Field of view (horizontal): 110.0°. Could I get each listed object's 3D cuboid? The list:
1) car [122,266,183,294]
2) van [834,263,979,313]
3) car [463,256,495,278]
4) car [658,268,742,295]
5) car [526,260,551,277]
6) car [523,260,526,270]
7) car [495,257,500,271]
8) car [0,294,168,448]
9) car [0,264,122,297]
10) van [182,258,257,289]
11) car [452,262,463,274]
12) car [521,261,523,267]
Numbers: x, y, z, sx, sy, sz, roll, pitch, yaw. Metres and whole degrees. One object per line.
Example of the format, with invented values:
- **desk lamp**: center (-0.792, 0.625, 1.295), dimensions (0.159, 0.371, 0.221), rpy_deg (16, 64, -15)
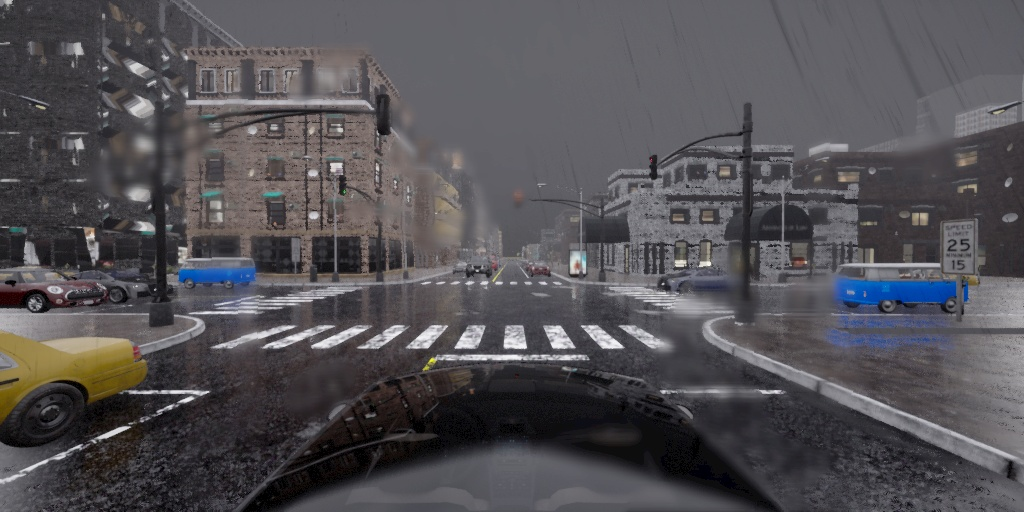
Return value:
- **car**: center (-17.736, 1.296, 15.892), dimensions (4.181, 1.385, 1.994), rpy_deg (0, 0, 0)
- **van**: center (14.653, 1.156, 13.555), dimensions (3.998, 1.789, 1.690), rpy_deg (0, 0, 0)
- **car**: center (-3.100, 0.977, 34.763), dimensions (2.150, 2.045, 5.566), rpy_deg (0, 0, 0)
- **car**: center (10.133, 1.326, 19.306), dimensions (4.181, 1.385, 1.994), rpy_deg (0, 0, 0)
- **car**: center (2.684, 1.196, 35.254), dimensions (1.967, 1.591, 4.097), rpy_deg (0, 0, 0)
- **car**: center (2.682, 1.347, 46.647), dimensions (1.802, 1.307, 4.207), rpy_deg (0, 0, 0)
- **car**: center (-3.105, 0.986, 48.557), dimensions (2.150, 2.045, 5.566), rpy_deg (0, 0, 0)
- **car**: center (-5.692, 1.275, 2.615), dimensions (1.751, 1.417, 4.829), rpy_deg (0, 0, 0)
- **car**: center (-17.724, 1.190, 13.309), dimensions (4.097, 1.591, 1.967), rpy_deg (0, 0, 0)
- **van**: center (-17.769, 1.030, 21.689), dimensions (3.998, 1.789, 1.690), rpy_deg (0, 0, 0)
- **car**: center (-5.698, 1.311, 40.937), dimensions (2.007, 1.370, 4.403), rpy_deg (0, 0, 0)
- **car**: center (2.681, 1.321, 52.344), dimensions (2.007, 1.370, 4.403), rpy_deg (0, 0, 0)
